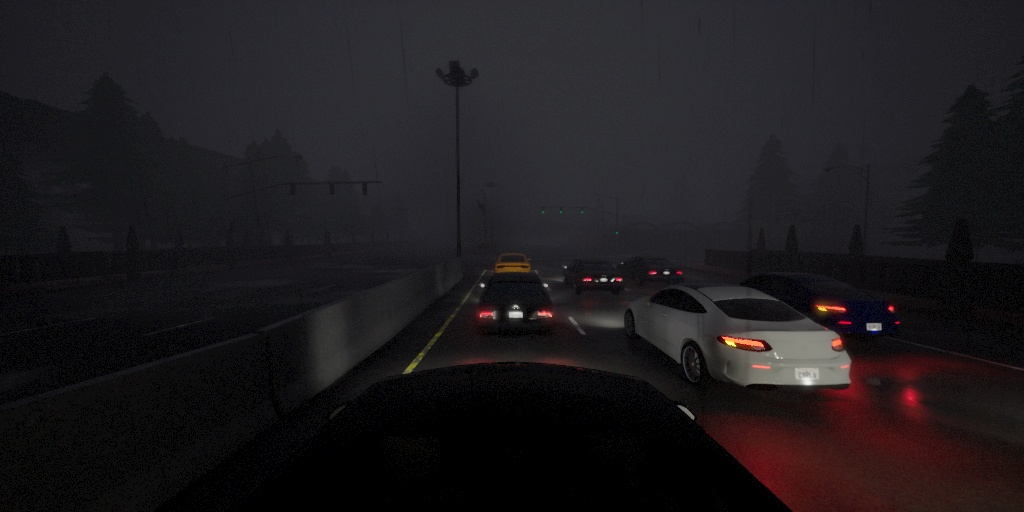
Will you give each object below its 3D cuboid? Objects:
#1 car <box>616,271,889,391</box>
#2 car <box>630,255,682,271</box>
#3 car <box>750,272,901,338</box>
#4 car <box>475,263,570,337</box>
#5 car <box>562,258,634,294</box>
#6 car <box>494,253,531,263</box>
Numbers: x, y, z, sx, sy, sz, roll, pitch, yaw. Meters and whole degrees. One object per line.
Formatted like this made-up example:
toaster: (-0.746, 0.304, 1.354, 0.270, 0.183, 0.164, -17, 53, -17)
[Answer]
car: (3.580, 1.213, 6.654, 1.812, 1.442, 4.674, 0, 1, 0)
car: (7.030, 0.675, 18.821, 2.033, 1.411, 5.357, 0, 3, 0)
car: (7.067, 1.137, 9.301, 1.812, 1.442, 4.674, 0, 2, 0)
car: (0.069, 1.142, 9.758, 2.033, 1.411, 5.357, 0, 2, 0)
car: (3.534, 0.817, 16.316, 2.033, 1.411, 5.357, 0, 3, 0)
car: (0.024, 0.554, 19.667, 1.882, 1.535, 5.008, 0, 3, 0)
